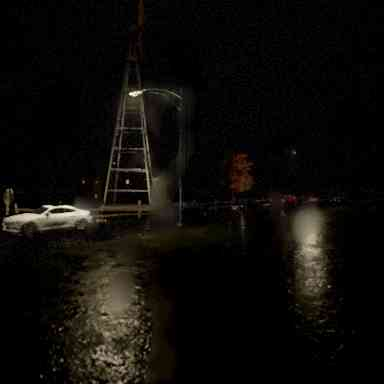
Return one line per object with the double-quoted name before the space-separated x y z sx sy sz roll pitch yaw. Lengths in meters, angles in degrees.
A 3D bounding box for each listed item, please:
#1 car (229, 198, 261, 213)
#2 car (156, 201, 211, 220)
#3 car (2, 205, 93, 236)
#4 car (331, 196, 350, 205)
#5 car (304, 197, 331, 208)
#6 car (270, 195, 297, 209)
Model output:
"car" 5.740 1.380 35.465 1.812 1.442 4.674 1 1 38
"car" -0.568 1.436 27.278 2.033 1.411 5.357 1 1 38
"car" -7.730 1.450 18.213 1.812 1.442 4.674 1 1 41
"car" 23.857 1.360 53.696 2.033 1.411 5.357 1 1 40
"car" 16.613 1.413 44.595 1.994 1.385 4.181 1 1 39
"car" 11.924 1.171 43.327 2.097 1.767 4.553 1 1 39
